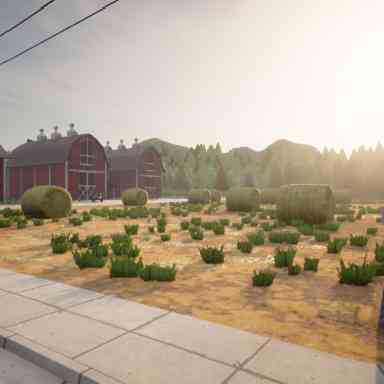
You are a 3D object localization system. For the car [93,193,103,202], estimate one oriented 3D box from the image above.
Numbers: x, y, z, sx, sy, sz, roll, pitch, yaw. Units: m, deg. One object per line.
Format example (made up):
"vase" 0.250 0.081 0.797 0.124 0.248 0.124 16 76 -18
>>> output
"car" -19.651 1.118 69.803 1.905 1.878 3.866 6 1 -10
